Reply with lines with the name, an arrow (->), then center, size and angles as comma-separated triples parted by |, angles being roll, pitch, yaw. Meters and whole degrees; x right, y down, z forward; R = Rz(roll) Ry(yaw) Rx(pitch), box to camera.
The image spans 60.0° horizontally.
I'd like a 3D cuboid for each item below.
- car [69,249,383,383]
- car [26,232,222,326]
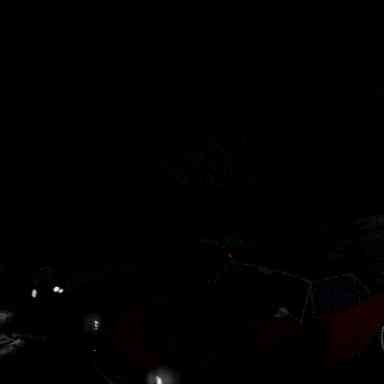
car -> 1.075, 1.595, 4.449 | 4.718, 1.301, 1.895 | 0, 0, -35
car -> -1.090, 1.559, 6.899 | 4.181, 1.385, 1.994 | 0, 0, -35
